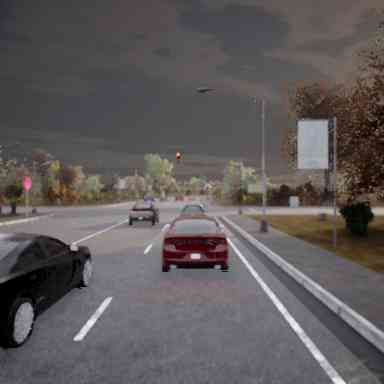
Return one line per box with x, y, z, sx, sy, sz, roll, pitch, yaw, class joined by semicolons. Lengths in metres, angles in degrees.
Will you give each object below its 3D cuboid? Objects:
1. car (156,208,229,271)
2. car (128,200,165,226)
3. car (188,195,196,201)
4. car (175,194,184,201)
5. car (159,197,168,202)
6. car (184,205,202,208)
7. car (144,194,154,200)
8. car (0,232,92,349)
0.092;1.512;11.028;1.882;1.535;5.008;0;0;0;car
-3.412;1.563;24.378;2.128;1.511;4.902;0;-1;-1;car
-0.061;1.632;92.558;2.097;1.767;4.553;0;0;0;car
-3.561;1.500;92.200;2.150;2.045;5.566;0;0;0;car
-7.058;1.804;82.065;1.994;1.385;4.181;0;0;0;car
0.083;1.637;24.355;1.994;1.385;4.181;0;0;0;car
-10.558;1.477;82.044;2.150;2.045;5.566;0;0;0;car
-3.406;1.497;6.310;1.882;1.535;5.008;0;0;0;car
